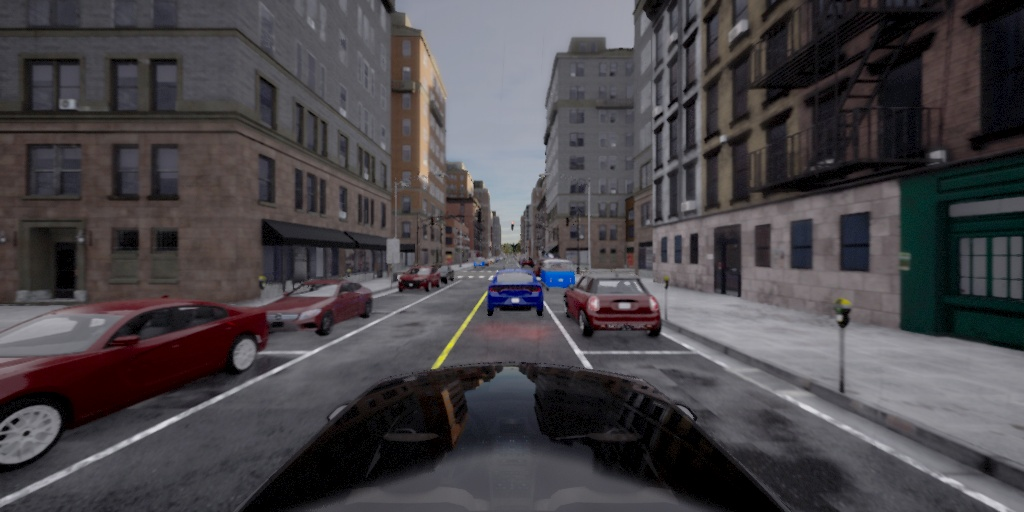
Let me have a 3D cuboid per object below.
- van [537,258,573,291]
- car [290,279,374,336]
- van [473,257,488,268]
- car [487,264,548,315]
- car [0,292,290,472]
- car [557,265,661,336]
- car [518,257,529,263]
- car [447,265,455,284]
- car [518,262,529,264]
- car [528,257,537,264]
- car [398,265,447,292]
[{"bbox_3d":[2.642,1.095,21.359,1.690,1.789,3.998,0,0,0],"label":"van"},{"bbox_3d":[-5.385,1.335,10.338,1.802,1.307,4.207,0,0,0],"label":"car"},{"bbox_3d":[-5.395,1.096,58.836,1.690,1.789,3.998,0,0,0],"label":"van"},{"bbox_3d":[0.104,1.231,13.604,1.882,1.535,5.008,0,0,0],"label":"car"},{"bbox_3d":[-5.386,1.296,4.827,1.888,1.381,4.507,0,0,0],"label":"car"},{"bbox_3d":[2.640,1.192,10.337,1.967,1.591,4.097,0,0,0],"label":"car"},{"bbox_3d":[2.718,1.070,64.241,2.192,1.841,5.009,0,0,0],"label":"car"},{"bbox_3d":[-5.382,1.321,26.872,1.948,1.339,4.313,0,0,0],"label":"car"},{"bbox_3d":[0.105,1.356,26.880,1.895,1.301,4.718,0,0,3],"label":"car"},{"bbox_3d":[2.643,1.070,26.870,2.192,1.841,5.009,0,0,0],"label":"car"},{"bbox_3d":[-5.383,1.300,21.361,1.888,1.381,4.507,0,0,0],"label":"car"}]
